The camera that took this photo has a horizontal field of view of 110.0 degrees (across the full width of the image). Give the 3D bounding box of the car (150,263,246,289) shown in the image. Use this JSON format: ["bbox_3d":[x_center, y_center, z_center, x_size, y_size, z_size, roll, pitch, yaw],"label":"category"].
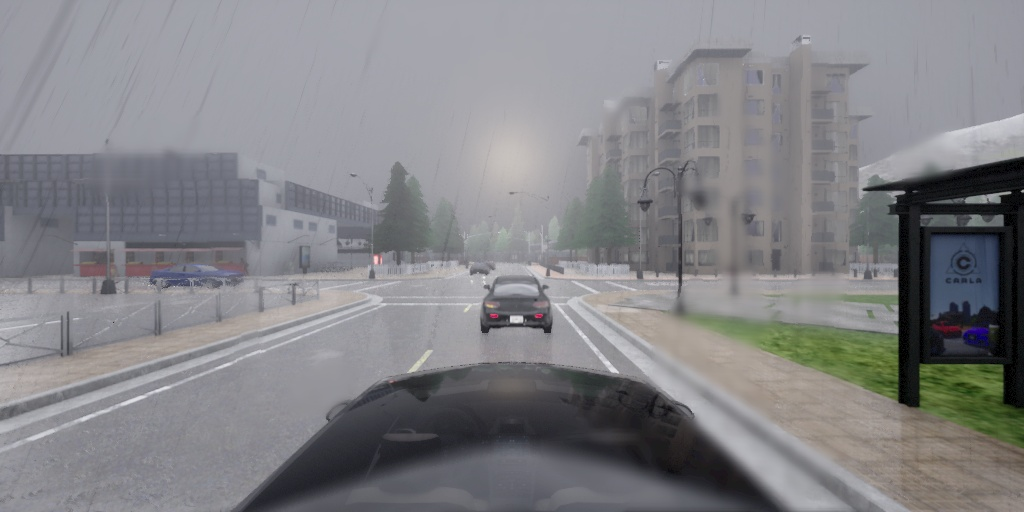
[{"bbox_3d":[-19.350,1.227,22.231,5.008,1.535,1.882,0,0,1],"label":"car"}]

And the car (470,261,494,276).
[{"bbox_3d":[-3.415,1.324,38.815,2.033,1.411,5.357,0,0,1],"label":"car"}]

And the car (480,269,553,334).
[{"bbox_3d":[0.124,1.282,10.529,1.812,1.442,4.674,0,0,0],"label":"car"}]

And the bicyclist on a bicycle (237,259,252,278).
[{"bbox_3d":[-22.237,1.055,29.758,0.582,1.620,1.656,0,0,1],"label":"bicyclist on a bicycle"}]
